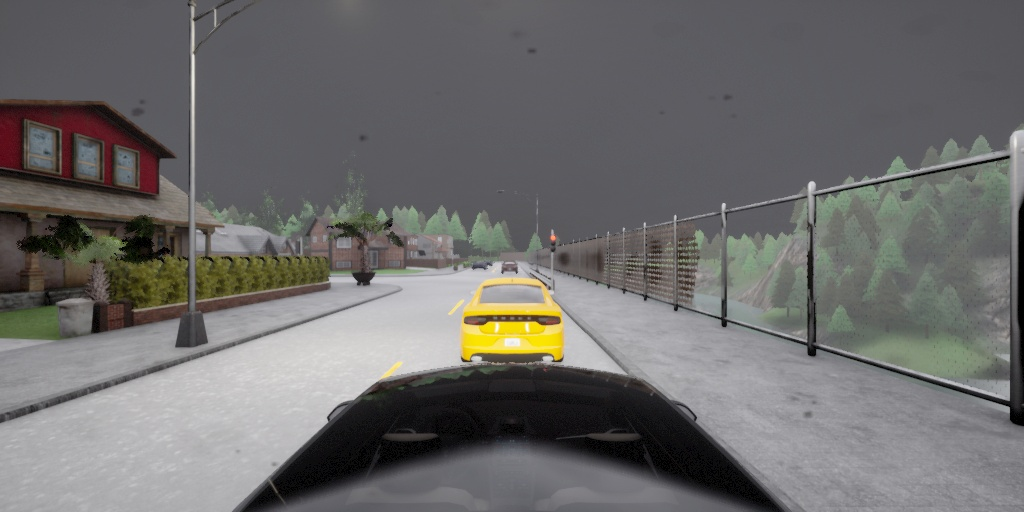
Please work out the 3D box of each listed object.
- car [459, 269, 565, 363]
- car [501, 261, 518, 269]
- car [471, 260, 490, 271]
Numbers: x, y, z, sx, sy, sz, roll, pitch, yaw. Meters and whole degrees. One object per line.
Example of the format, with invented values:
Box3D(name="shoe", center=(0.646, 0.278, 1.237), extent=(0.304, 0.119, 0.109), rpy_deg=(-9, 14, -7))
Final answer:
Box3D(name="car", center=(0.002, 1.227, 8.197), extent=(1.882, 1.535, 5.008), rpy_deg=(0, 0, 0))
Box3D(name="car", center=(-0.278, 1.271, 42.622), extent=(1.812, 1.442, 4.674), rpy_deg=(0, 0, -1))
Box3D(name="car", center=(-4.523, 1.345, 49.878), extent=(1.895, 1.301, 4.718), rpy_deg=(0, 0, 0))
